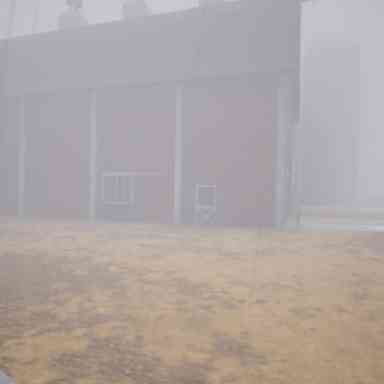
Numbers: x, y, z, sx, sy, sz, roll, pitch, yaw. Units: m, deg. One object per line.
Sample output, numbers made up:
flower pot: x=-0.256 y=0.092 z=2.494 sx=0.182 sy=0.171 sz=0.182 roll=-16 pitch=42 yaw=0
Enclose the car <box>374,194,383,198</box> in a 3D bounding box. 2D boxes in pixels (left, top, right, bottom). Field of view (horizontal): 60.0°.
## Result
car: x=44.283 y=1.176 z=76.715 sx=3.988 sy=1.617 sz=1.851 roll=1 pitch=1 yaw=19
